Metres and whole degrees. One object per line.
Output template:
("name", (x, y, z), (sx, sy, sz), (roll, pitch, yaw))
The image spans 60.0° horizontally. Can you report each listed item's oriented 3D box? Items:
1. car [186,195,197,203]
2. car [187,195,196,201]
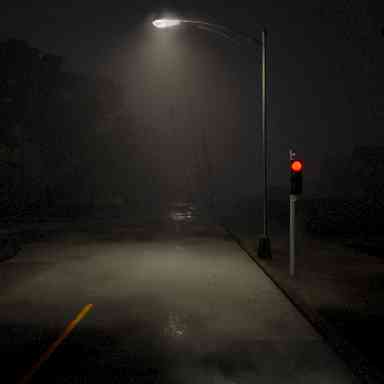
("car", (-0.073, 1.525, 67.501), (1.812, 1.442, 4.674), (0, 0, 0))
("car", (-0.084, 1.427, 77.535), (1.895, 1.301, 4.718), (0, 0, 0))
